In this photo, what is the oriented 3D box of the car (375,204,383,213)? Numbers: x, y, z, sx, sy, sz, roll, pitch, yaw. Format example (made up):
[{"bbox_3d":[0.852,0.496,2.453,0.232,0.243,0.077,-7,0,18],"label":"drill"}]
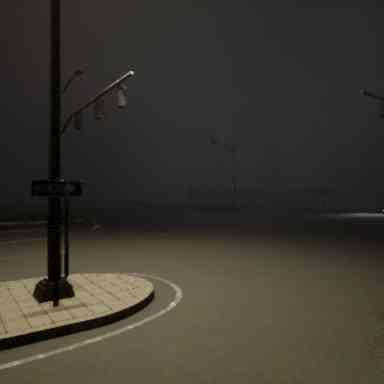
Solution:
[{"bbox_3d":[23.709,1.793,39.319,4.718,1.301,1.895,0,0,-35],"label":"car"}]
